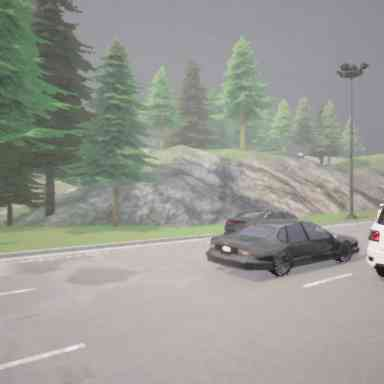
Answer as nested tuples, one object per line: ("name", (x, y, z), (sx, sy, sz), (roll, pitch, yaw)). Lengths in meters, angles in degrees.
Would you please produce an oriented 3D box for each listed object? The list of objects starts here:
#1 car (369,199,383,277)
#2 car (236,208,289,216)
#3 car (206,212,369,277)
("car", (6.898, 1.222, 8.733), (5.566, 2.045, 2.150), (0, 0, -33))
("car", (3.673, 1.507, 15.007), (4.892, 1.490, 1.837), (0, 0, -35))
("car", (2.973, 1.550, 10.240), (5.357, 1.411, 2.033), (0, 0, -35))
